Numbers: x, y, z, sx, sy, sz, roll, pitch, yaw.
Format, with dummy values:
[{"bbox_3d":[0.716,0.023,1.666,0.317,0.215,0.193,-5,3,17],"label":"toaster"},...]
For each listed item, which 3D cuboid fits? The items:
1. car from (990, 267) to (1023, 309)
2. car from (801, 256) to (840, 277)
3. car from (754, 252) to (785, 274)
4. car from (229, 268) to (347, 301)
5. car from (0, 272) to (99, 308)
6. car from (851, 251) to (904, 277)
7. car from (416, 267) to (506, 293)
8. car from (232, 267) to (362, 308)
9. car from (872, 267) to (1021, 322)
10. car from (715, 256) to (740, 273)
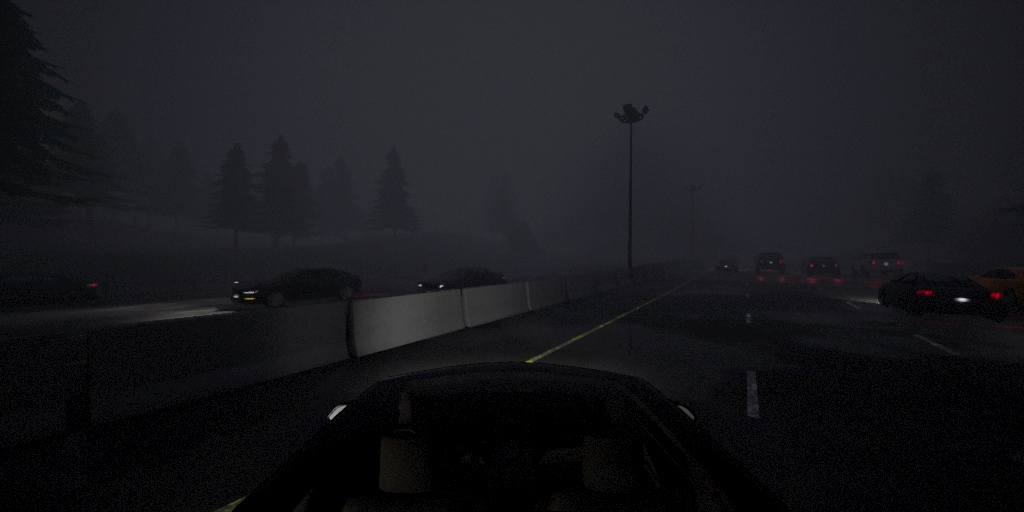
[{"bbox_3d":[19.523,1.156,13.626,1.882,1.535,5.008,0,0,33],"label":"car"},{"bbox_3d":[26.851,0.788,31.316,2.097,1.767,4.553,0,1,33],"label":"car"},{"bbox_3d":[24.727,0.628,34.468,2.150,2.045,5.566,0,1,33],"label":"car"},{"bbox_3d":[-11.135,1.332,18.207,1.895,1.301,4.718,0,0,33],"label":"car"},{"bbox_3d":[-18.506,1.299,13.293,1.994,1.385,4.181,0,0,33],"label":"car"},{"bbox_3d":[29.712,0.655,29.295,2.150,2.045,5.566,0,0,33],"label":"car"},{"bbox_3d":[-2.417,1.263,18.774,2.033,1.411,5.357,0,0,33],"label":"car"},{"bbox_3d":[-8.872,1.241,15.266,1.837,1.490,4.892,0,0,33],"label":"car"},{"bbox_3d":[14.536,1.268,12.376,1.994,1.385,4.181,0,0,33],"label":"car"},{"bbox_3d":[22.167,0.956,36.956,1.994,1.385,4.181,0,1,33],"label":"car"}]
